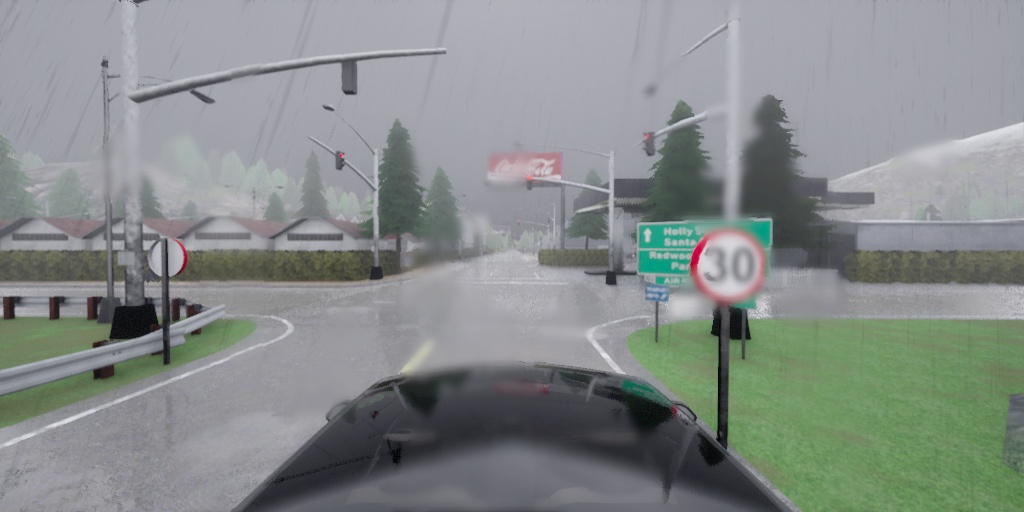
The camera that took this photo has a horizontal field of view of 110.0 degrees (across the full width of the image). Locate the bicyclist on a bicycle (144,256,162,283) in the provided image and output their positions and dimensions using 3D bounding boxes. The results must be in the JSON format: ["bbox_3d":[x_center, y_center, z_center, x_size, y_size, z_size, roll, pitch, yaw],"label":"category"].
[{"bbox_3d":[-21.677,0.826,21.342,0.582,1.620,1.656,0,1,1],"label":"bicyclist on a bicycle"}]
